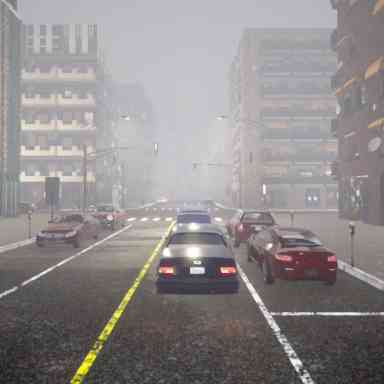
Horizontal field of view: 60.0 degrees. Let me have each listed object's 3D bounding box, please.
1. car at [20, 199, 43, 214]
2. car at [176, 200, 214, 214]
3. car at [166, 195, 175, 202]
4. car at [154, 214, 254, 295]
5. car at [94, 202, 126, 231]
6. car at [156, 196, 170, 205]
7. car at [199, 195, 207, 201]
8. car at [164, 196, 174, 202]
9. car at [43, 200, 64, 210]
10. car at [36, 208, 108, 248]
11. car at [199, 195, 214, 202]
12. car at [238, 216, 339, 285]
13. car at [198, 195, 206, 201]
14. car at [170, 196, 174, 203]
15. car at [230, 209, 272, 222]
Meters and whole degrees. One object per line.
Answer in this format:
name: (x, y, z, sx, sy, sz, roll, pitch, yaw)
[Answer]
car: (-17.549, 1.240, 31.827, 5.009, 1.841, 2.192, 0, -1, 0)
car: (0.100, 1.482, 19.529, 1.882, 1.535, 5.008, 0, 0, 0)
car: (-5.274, 1.554, 81.208, 1.887, 1.381, 4.507, 1, 0, 0)
car: (0.104, 1.549, 8.887, 2.033, 1.411, 5.357, 0, 0, 0)
car: (-5.305, 1.444, 20.311, 1.967, 1.590, 4.097, 1, 0, 0)
car: (-5.283, 1.533, 58.354, 1.752, 1.417, 4.829, 1, 0, 0)
car: (2.607, 1.554, 81.235, 1.887, 1.381, 4.507, 1, 0, 0)
car: (-5.276, 1.575, 75.537, 1.947, 1.339, 4.313, 1, 0, 0)
car: (-17.608, 1.589, 39.703, 4.313, 1.339, 1.947, 0, -1, 0)
car: (-5.305, 1.585, 14.762, 1.802, 1.307, 4.206, 1, 0, 0)
car: (2.595, 1.558, 52.880, 2.008, 1.369, 4.403, 1, 0, 0)
car: (2.577, 1.584, 9.231, 1.802, 1.307, 4.206, 1, 0, 0)
car: (2.609, 1.560, 86.905, 2.008, 1.369, 4.403, 1, 0, 0)
car: (-5.278, 1.534, 69.696, 1.752, 1.417, 4.829, 1, 0, 0)
car: (2.581, 1.443, 14.781, 1.967, 1.590, 4.097, 1, 0, 0)
